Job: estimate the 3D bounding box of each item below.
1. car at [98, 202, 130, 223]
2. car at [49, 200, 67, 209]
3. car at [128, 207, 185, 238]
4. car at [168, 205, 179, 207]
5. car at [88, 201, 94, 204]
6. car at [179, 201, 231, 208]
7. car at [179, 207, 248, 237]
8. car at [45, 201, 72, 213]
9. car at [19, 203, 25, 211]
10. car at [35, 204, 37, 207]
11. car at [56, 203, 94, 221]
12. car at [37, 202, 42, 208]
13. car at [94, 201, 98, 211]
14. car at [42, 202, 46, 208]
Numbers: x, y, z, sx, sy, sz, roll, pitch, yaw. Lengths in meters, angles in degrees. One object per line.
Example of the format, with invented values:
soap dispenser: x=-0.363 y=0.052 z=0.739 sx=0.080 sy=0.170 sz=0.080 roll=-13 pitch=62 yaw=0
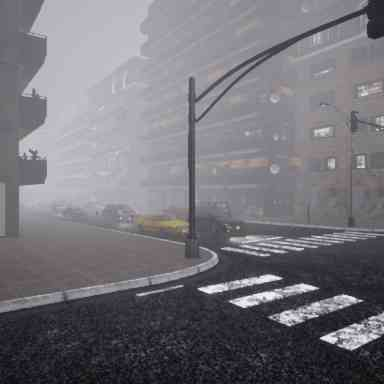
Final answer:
car: x=-6.760 y=1.873 z=31.156 sx=2.097 sy=1.767 sz=4.553 roll=0 pitch=-1 yaw=-36
car: x=-28.577 y=2.623 z=70.829 sx=2.192 sy=1.841 sz=5.009 roll=-1 pitch=0 yaw=-36
car: x=-1.823 y=1.833 z=19.956 sx=1.752 sy=1.417 sz=4.829 roll=-1 pitch=0 yaw=-36
car: x=-1.885 y=2.045 z=34.214 sx=1.887 sy=1.381 sz=4.507 roll=-1 pitch=0 yaw=-36
car: x=-16.462 y=2.307 z=55.009 sx=2.097 sy=1.767 sz=4.553 roll=0 pitch=-1 yaw=-36
car: x=1.444 y=1.713 z=29.638 sx=2.192 sy=1.841 sz=5.009 roll=-1 pitch=0 yaw=-36
car: x=1.376 y=1.831 z=19.990 sx=1.994 sy=1.385 sz=4.181 roll=0 pitch=-1 yaw=-36
car: x=-19.324 y=2.452 z=48.541 sx=2.033 sy=1.411 sz=5.357 roll=0 pitch=-1 yaw=-36
car: x=-31.946 y=2.770 z=61.287 sx=1.887 sy=1.381 sz=4.507 roll=-1 pitch=0 yaw=-36
car: x=-38.573 y=3.168 z=84.563 sx=1.947 sy=1.339 sz=4.313 roll=-1 pitch=0 yaw=-36
car: x=-11.930 y=2.163 z=33.825 sx=1.887 sy=1.381 sz=4.507 roll=-1 pitch=0 yaw=-36
car: x=-35.243 y=3.049 z=79.983 sx=1.887 sy=1.381 sz=4.507 roll=-1 pitch=0 yaw=-36
car: x=-12.437 y=2.290 z=49.550 sx=1.801 sy=1.575 sz=5.366 roll=0 pitch=-1 yaw=-36
car: x=-31.906 y=2.973 z=75.405 sx=1.947 sy=1.339 sz=4.313 roll=-1 pitch=0 yaw=-36
